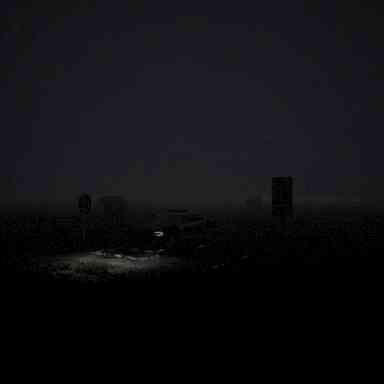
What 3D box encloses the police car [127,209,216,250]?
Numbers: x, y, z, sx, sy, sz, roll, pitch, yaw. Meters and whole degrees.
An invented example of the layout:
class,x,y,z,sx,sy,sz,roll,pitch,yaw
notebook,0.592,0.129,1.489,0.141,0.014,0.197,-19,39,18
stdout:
class,x,y,z,sx,sy,sz,roll,pitch,yaw
police car,-0.791,1.604,15.424,1.930,1.638,5.238,-1,-1,35
